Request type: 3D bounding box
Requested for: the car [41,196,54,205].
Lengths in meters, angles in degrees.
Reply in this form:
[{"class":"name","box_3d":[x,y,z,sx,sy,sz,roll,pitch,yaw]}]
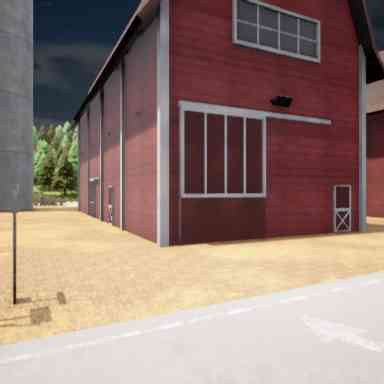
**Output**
[{"class":"car","box_3d":[-22.394,1.349,51.544,1.994,1.381,4.181,0,0,-26]}]
